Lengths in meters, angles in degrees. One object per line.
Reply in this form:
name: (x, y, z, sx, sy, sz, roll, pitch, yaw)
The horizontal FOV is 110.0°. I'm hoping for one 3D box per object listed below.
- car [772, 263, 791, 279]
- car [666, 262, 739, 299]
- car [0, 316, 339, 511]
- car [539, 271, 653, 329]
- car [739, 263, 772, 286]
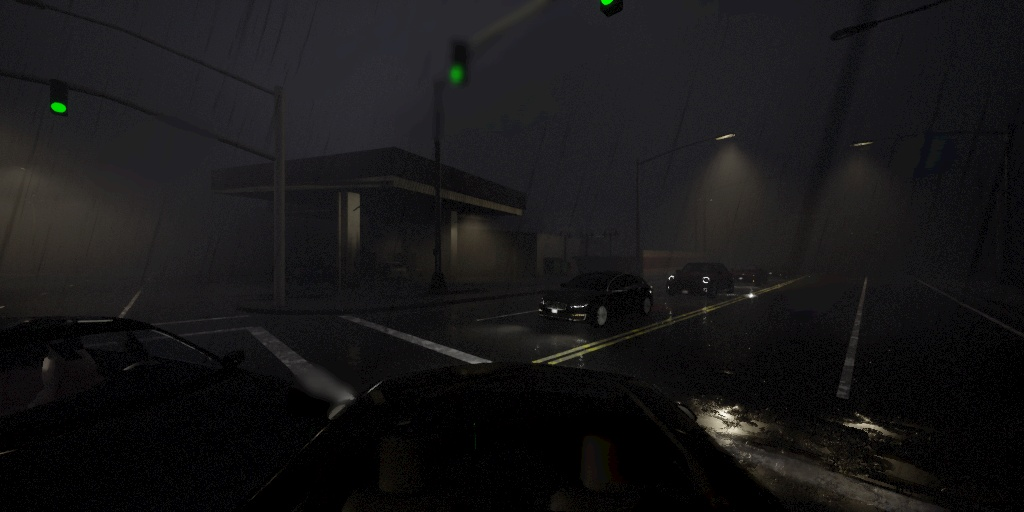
car: (23.741, 1.314, 32.365, 4.181, 1.385, 1.994, 0, 0, -45)
car: (9.698, 1.102, 18.384, 4.553, 1.767, 2.097, 0, 0, -45)
car: (-3.424, 1.242, 2.505, 4.902, 1.511, 2.128, 0, 0, 15)
car: (2.867, 1.255, 11.530, 1.837, 1.490, 4.892, 0, 0, 45)
car: (16.616, 1.314, 25.303, 1.994, 1.385, 4.181, 0, 0, 44)
